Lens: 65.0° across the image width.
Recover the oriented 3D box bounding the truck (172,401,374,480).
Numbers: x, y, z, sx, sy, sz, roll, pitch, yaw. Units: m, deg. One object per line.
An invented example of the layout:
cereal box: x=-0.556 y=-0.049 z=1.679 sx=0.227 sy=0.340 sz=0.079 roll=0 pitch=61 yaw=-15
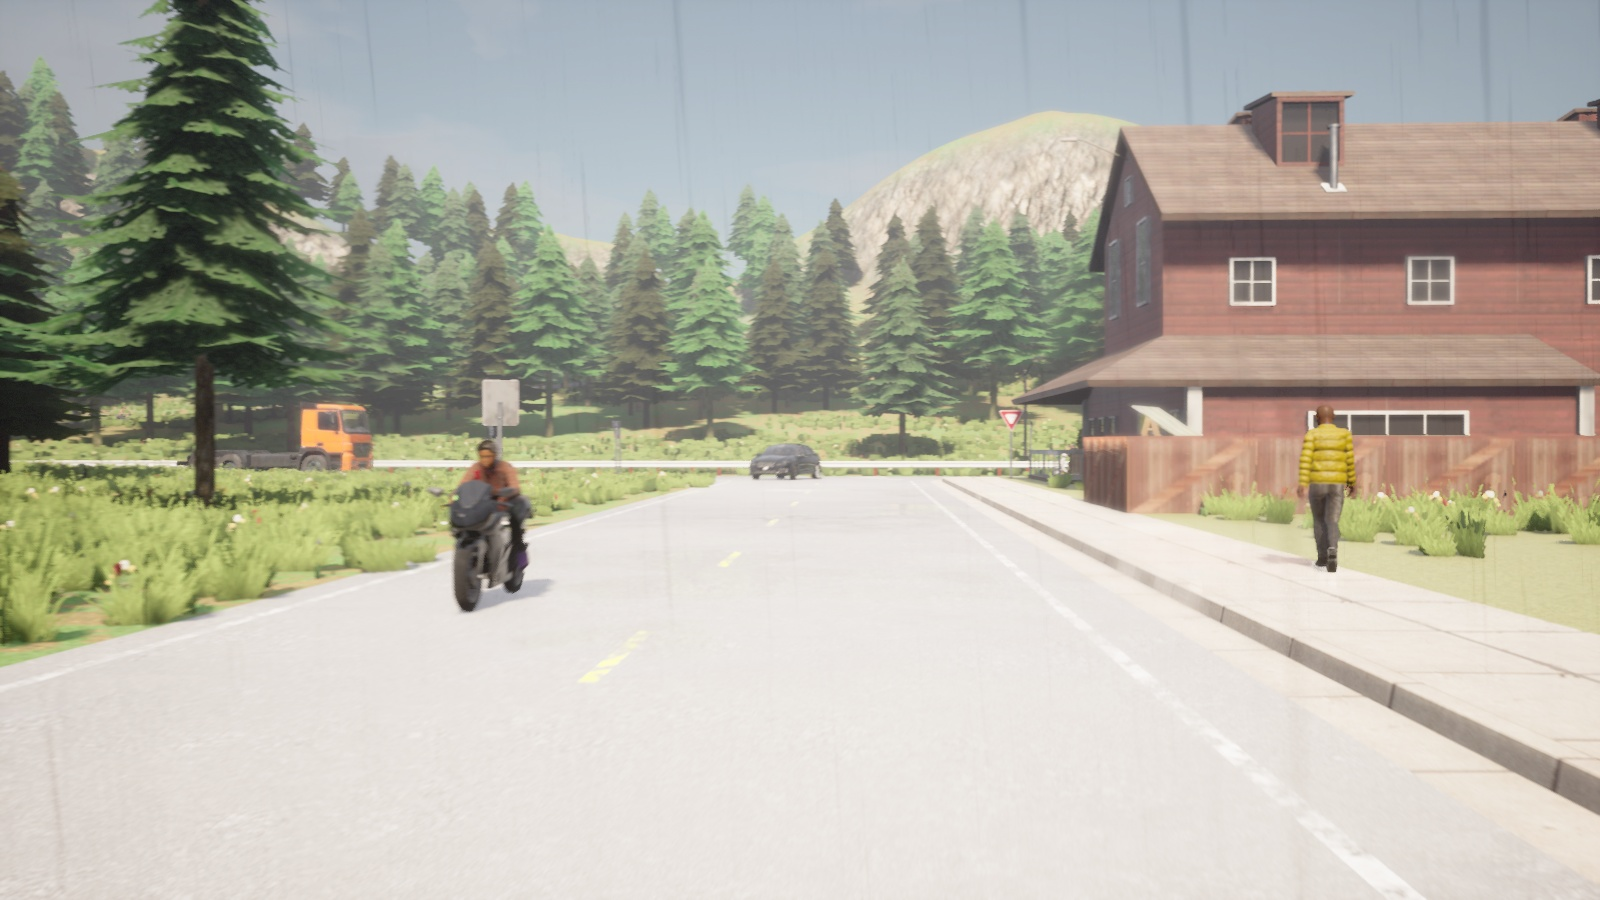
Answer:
truck: x=-23.620 y=-0.446 z=56.534 sx=7.936 sy=3.462 sz=2.891 roll=0 pitch=0 yaw=3

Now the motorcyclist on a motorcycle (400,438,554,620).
motorcyclist on a motorcycle: x=-2.909 y=0.659 z=11.553 sx=0.797 sy=1.523 sz=2.044 roll=0 pitch=0 yaw=3

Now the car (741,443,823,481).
car: x=-0.681 y=0.486 z=51.730 sx=1.837 sy=1.490 sz=4.892 roll=-1 pitch=-1 yaw=19

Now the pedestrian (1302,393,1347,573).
pedestrian: x=5.525 y=0.334 z=13.247 sx=0.370 sy=1.835 sz=0.726 roll=0 pitch=0 yaw=18
